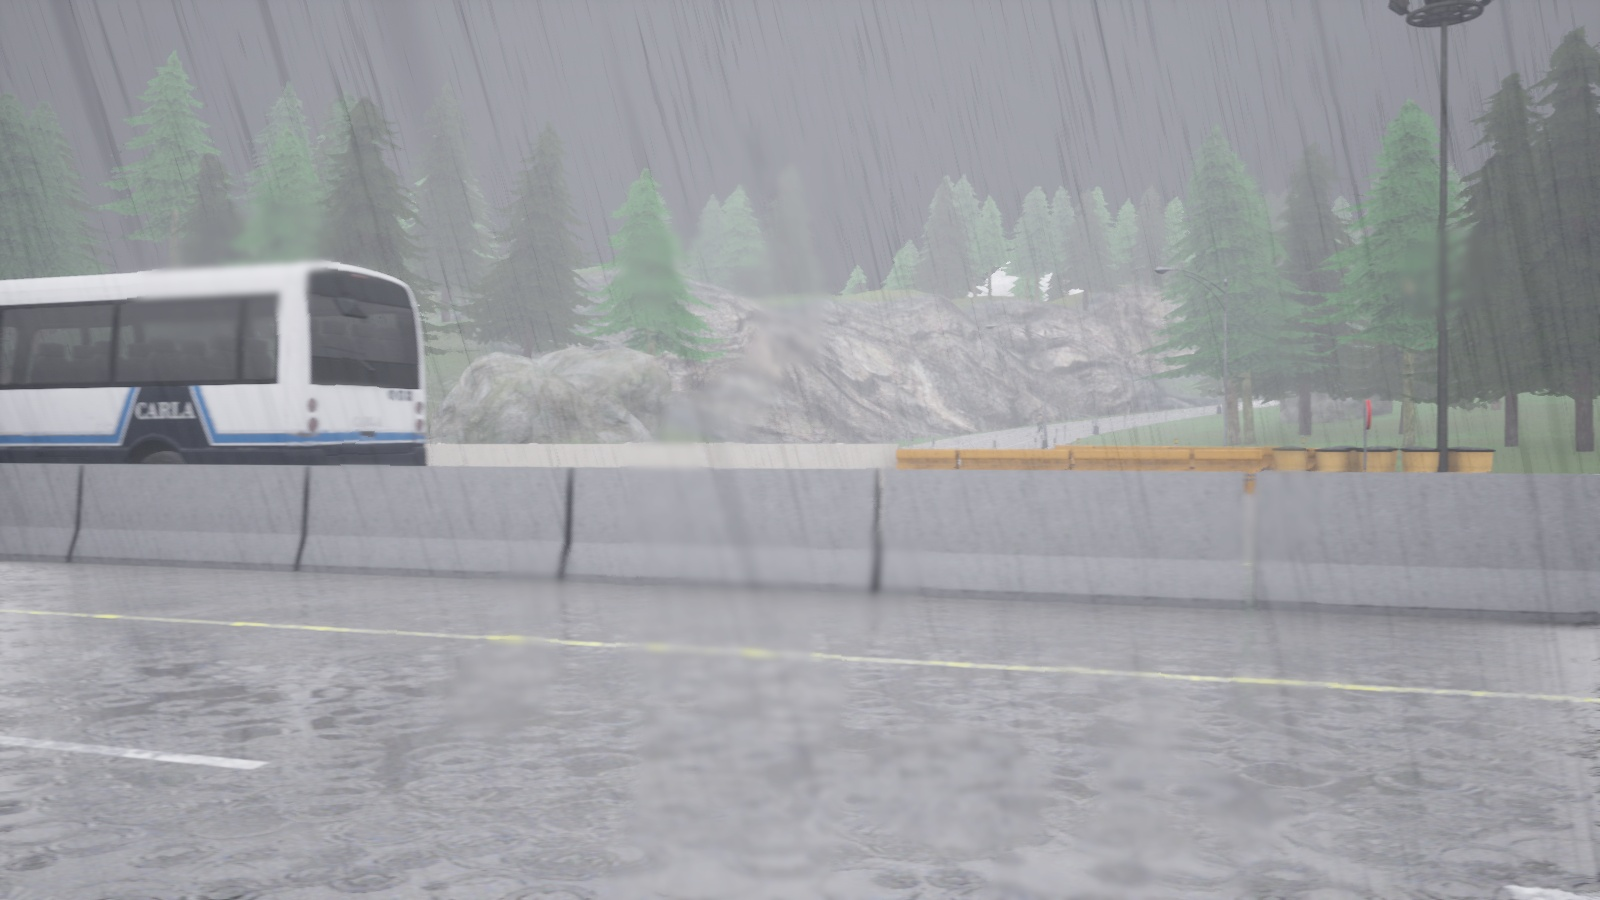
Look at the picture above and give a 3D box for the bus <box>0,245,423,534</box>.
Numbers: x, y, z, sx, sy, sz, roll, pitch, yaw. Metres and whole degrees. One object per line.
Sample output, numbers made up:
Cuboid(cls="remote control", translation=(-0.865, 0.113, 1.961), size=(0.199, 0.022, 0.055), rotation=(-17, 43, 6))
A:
Cuboid(cls="bus", translation=(-12.197, -0.949, 22.046), size=(10.273, 4.253, 3.944), rotation=(0, 1, 19))
